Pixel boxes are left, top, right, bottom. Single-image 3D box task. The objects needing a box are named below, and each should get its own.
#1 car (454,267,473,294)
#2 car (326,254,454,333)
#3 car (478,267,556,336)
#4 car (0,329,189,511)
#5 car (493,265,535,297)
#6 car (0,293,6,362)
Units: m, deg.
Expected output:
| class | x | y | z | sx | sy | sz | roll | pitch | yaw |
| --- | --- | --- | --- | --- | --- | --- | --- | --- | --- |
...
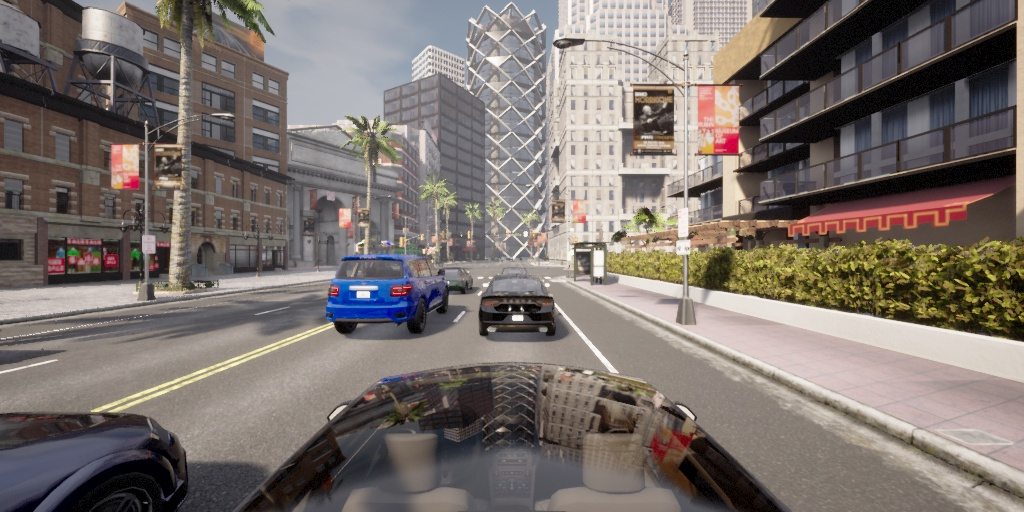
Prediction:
| class | x | y | z | sx | sy | sz | roll | pitch | yaw |
| --- | --- | --- | --- | --- | --- | --- | --- | --- | --- |
| car | -3.355 | 1.314 | 20.214 | 1.994 | 1.385 | 4.181 | 0 | 0 | 0 |
| car | -3.379 | 0.971 | 10.855 | 2.150 | 2.045 | 5.566 | 0 | 0 | 0 |
| car | 0.128 | 1.228 | 10.451 | 1.882 | 1.535 | 5.008 | 0 | 0 | 0 |
| car | -3.341 | 1.314 | 0.846 | 1.994 | 1.385 | 4.181 | 0 | 0 | 0 |
| car | 0.139 | 1.297 | 20.041 | 2.033 | 1.411 | 5.357 | 0 | 0 | 0 |
| car | -10.589 | 1.351 | 4.463 | 1.895 | 1.301 | 4.718 | 0 | 0 | 0 |
